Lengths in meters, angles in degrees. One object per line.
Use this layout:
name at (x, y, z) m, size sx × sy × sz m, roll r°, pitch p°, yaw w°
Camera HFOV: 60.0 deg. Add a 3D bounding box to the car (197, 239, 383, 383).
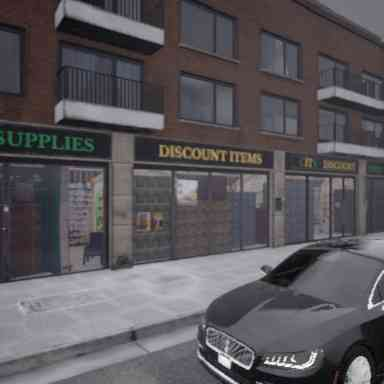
car at (2.327, 1.524, 4.880) m, size 4.892 × 1.490 × 1.837 m, roll 0°, pitch 0°, yaw -35°
